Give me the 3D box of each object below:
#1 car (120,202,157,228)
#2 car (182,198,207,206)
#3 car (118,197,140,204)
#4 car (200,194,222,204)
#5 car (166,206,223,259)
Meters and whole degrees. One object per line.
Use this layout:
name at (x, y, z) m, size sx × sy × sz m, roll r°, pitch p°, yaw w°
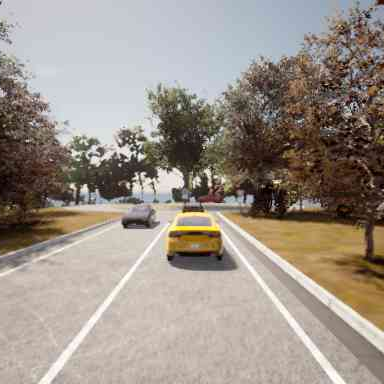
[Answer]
car at (-3.580, 1.648, 23.320) m, size 2.033 × 1.411 × 5.357 m, roll 0°, pitch 0°, yaw 0°
car at (0.102, 1.608, 30.403) m, size 1.882 × 1.535 × 5.008 m, roll 0°, pitch 0°, yaw 0°
car at (-12.918, 1.793, 68.164) m, size 1.837 × 1.490 × 4.892 m, roll 0°, pitch 0°, yaw 43°
car at (3.815, 1.534, 72.134) m, size 5.566 × 2.045 × 2.150 m, roll 0°, pitch 0°, yaw 18°
car at (0.092, 1.533, 12.784) m, size 1.882 × 1.535 × 5.008 m, roll 0°, pitch 0°, yaw 0°
